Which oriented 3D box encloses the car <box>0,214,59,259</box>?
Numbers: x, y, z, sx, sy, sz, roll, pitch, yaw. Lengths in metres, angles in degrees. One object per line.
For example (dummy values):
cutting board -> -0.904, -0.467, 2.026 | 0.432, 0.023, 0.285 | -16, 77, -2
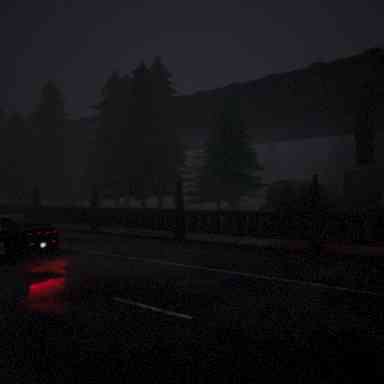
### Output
car -> -7.334, 1.662, 13.419 | 4.892, 1.490, 1.837 | 0, 0, 36
